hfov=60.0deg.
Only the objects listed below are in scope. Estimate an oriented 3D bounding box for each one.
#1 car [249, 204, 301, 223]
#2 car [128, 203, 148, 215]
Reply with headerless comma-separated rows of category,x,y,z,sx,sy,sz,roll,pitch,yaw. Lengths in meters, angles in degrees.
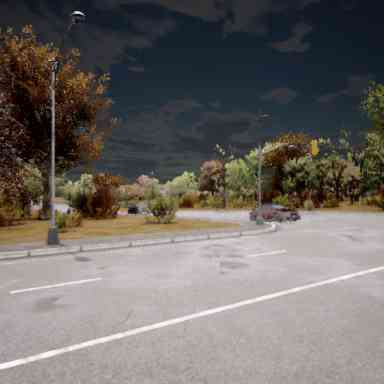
car,6.447,1.623,26.176,1.994,1.385,4.181,0,-1,-32
car,-7.574,2.424,48.195,2.097,1.767,4.553,0,-3,-32
